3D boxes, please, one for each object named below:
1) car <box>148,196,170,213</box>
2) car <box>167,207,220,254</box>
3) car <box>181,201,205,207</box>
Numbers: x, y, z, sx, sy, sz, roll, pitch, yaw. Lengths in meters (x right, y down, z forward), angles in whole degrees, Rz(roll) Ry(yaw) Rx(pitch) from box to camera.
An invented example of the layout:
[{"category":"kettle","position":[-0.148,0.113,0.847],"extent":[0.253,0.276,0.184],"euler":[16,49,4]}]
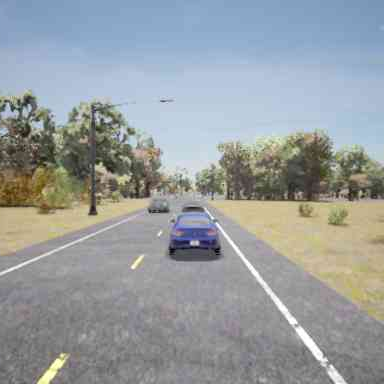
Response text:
[{"category":"car","position":[-3.592,1.365,36.454],"extent":[2.097,1.767,4.553],"euler":[0,0,0]},{"category":"car","position":[0.093,1.530,13.320],"extent":[1.812,1.442,4.674],"euler":[0,0,0]},{"category":"car","position":[0.091,1.514,28.724],"extent":[1.837,1.490,4.892],"euler":[0,0,0]}]
